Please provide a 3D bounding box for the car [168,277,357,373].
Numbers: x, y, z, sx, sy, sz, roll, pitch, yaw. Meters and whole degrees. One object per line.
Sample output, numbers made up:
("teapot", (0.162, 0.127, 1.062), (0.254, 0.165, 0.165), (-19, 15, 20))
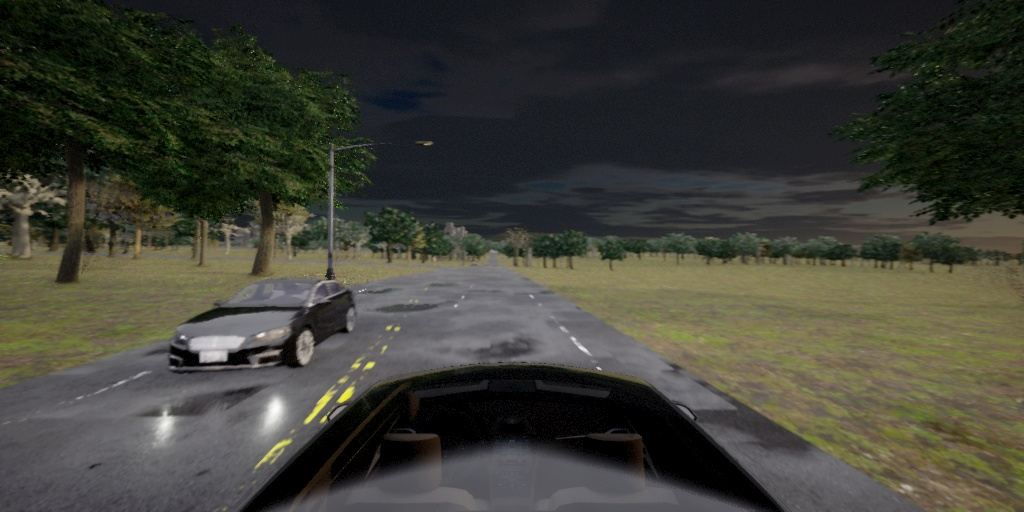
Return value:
("car", (-4.802, 1.229, 7.727), (2.128, 1.511, 4.902), (1, 0, -9))
